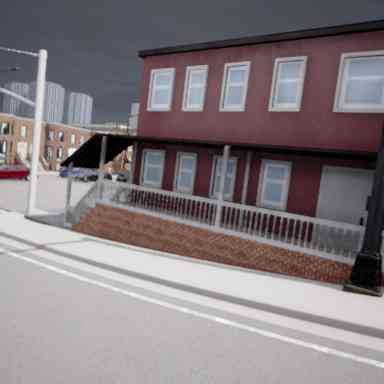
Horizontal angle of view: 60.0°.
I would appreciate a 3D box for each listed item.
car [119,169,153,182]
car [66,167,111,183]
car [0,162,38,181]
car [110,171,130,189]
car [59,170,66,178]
[{"bbox_3d":[-8.324,-2.387,49.893,2.128,1.511,4.902,10,6,36],"label":"car"},{"bbox_3d":[-11.748,-1.894,39.270,2.128,1.511,4.902,10,6,35],"label":"car"},{"bbox_3d":[-17.268,-1.912,31.623,1.882,1.535,5.008,10,6,35],"label":"car"},{"bbox_3d":[-5.541,-1.132,35.632,2.150,2.045,5.566,10,6,35],"label":"car"},{"bbox_3d":[-14.205,-2.408,41.783,1.882,1.535,5.008,10,6,36],"label":"car"}]
